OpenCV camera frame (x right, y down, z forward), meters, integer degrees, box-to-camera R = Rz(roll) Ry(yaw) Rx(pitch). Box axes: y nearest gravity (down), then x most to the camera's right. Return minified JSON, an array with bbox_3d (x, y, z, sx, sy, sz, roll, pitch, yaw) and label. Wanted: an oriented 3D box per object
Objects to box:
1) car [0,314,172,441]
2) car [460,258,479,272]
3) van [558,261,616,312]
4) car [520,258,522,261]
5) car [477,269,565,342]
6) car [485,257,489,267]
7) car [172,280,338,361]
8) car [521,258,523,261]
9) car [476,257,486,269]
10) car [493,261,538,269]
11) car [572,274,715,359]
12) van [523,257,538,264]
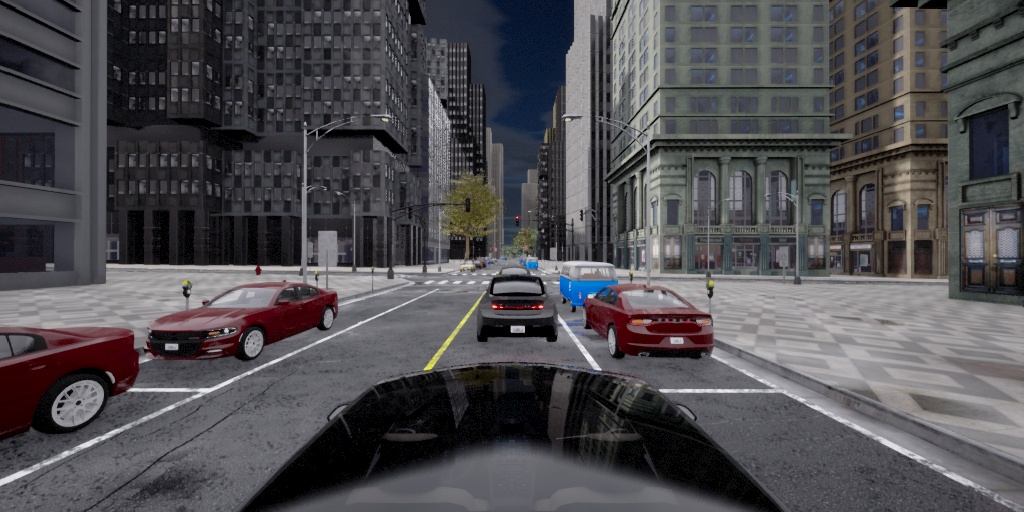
[{"bbox_3d":[-5.776,1.295,2.799,1.888,1.381,4.507,0,0,0],"label":"car"},{"bbox_3d":[-5.668,1.297,46.247,1.751,1.417,4.829,0,0,0],"label":"car"},{"bbox_3d":[2.804,1.093,13.811,1.690,1.789,3.998,0,0,0],"label":"van"},{"bbox_3d":[2.901,1.332,62.621,1.888,1.381,4.507,0,0,0],"label":"car"},{"bbox_3d":[0.119,1.256,9.763,1.837,1.490,4.892,0,0,0],"label":"car"},{"bbox_3d":[-5.625,1.102,62.286,2.192,1.841,5.009,0,0,0],"label":"car"},{"bbox_3d":[-5.765,1.296,8.324,1.888,1.381,4.507,0,0,0],"label":"car"},{"bbox_3d":[2.888,1.347,57.208,1.948,1.339,4.313,0,0,0],"label":"car"},{"bbox_3d":[-5.637,1.326,56.997,1.888,1.381,4.507,0,0,0],"label":"car"},{"bbox_3d":[0.135,1.232,18.939,1.882,1.535,5.008,0,0,0],"label":"car"},{"bbox_3d":[2.790,1.296,8.286,1.888,1.381,4.507,0,0,0],"label":"car"},{"bbox_3d":[2.876,1.117,51.795,1.690,1.789,3.998,0,0,0],"label":"van"}]
